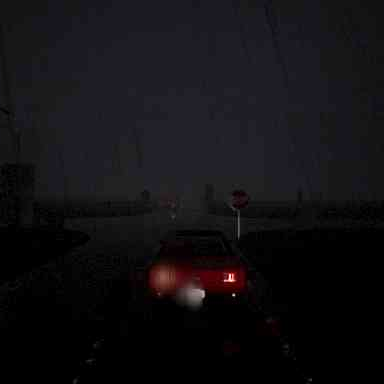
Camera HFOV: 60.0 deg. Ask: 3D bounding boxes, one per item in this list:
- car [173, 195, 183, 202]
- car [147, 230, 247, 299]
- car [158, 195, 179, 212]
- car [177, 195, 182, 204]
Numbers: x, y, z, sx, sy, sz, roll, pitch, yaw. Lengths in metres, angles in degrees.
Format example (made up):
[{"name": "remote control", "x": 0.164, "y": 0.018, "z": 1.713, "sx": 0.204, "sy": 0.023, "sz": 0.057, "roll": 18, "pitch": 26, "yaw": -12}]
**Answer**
[{"name": "car", "x": -2.808, "y": 1.326, "z": 69.825, "sx": 1.882, "sy": 1.535, "sz": 5.008, "roll": 0, "pitch": 0, "yaw": 0}, {"name": "car", "x": 0.093, "y": 1.598, "z": 8.372, "sx": 1.895, "sy": 1.301, "sz": 4.718, "roll": 0, "pitch": 0, "yaw": 0}, {"name": "car", "x": -2.806, "y": 1.435, "z": 37.934, "sx": 1.882, "sy": 1.535, "sz": 5.008, "roll": 0, "pitch": 0, "yaw": -1}, {"name": "car", "x": -2.873, "y": 1.405, "z": 49.218, "sx": 1.882, "sy": 1.535, "sz": 5.008, "roll": 0, "pitch": 0, "yaw": 0}]
